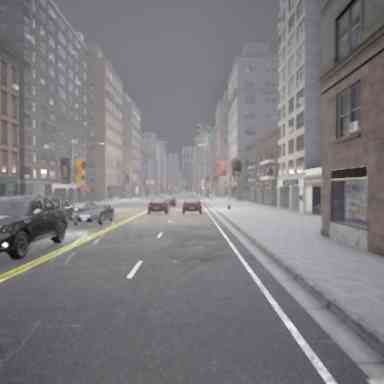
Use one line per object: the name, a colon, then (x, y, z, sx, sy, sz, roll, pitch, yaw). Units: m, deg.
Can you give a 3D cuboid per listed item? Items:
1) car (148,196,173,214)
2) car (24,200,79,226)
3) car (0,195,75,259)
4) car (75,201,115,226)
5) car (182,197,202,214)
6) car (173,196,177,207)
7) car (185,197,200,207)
car: (-3.234, 1.329, 33.212, 1.882, 1.535, 5.008, 0, 0, 0)
car: (-9.833, 1.397, 23.754, 1.837, 1.490, 4.892, 0, 0, 0)
car: (-6.586, 1.162, 12.630, 2.150, 2.045, 5.566, 0, 0, 0)
car: (-6.585, 1.388, 22.790, 2.128, 1.511, 4.902, 0, 0, 0)
car: (0.017, 1.329, 33.270, 1.882, 1.535, 5.008, 0, 0, 0)
car: (-3.194, 1.274, 47.159, 1.882, 1.535, 5.008, 0, 0, 1)
car: (0.049, 1.364, 46.433, 1.994, 1.385, 4.181, 0, 0, 1)
